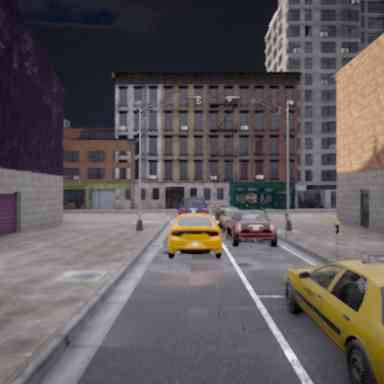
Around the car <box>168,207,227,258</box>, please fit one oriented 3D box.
[{"bbox_3d":[0.105,1.569,13.290,1.882,1.535,5.008,0,-1,0],"label":"car"}]

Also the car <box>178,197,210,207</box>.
[{"bbox_3d":[0.128,1.392,24.826,2.150,2.045,5.566,0,0,1],"label":"car"}]

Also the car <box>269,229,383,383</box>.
[{"bbox_3d":[2.637,1.560,4.902,1.752,1.417,4.829,0,0,0],"label":"car"}]

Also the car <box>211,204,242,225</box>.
[{"bbox_3d":[2.648,1.733,26.633,2.008,1.369,4.403,0,0,0],"label":"car"}]

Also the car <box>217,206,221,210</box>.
[{"bbox_3d":[2.645,1.671,21.328,1.752,1.417,4.829,0,0,0],"label":"car"}]

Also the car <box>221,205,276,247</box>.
[{"bbox_3d":[2.642,1.548,15.683,1.967,1.590,4.097,0,0,0],"label":"car"}]
